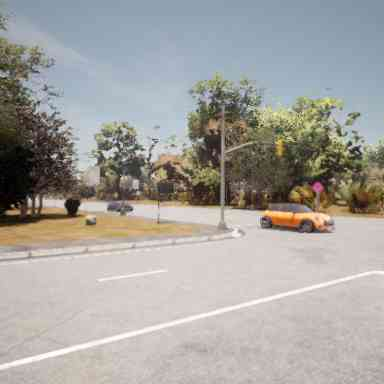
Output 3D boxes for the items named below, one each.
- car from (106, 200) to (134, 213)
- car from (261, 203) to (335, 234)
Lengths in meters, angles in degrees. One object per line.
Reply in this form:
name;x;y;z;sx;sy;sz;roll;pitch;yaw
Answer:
car;-8.745;1.725;40.411;1.994;1.385;4.181;1;0;-39
car;6.659;1.553;21.159;2.097;1.767;4.553;1;0;-39
